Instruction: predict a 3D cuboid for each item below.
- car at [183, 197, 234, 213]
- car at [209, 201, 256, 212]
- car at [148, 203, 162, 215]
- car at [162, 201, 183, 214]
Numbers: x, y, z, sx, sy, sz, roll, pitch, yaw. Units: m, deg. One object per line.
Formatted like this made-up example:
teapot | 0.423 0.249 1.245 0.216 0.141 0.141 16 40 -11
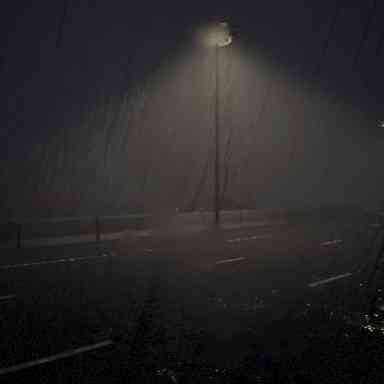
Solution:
car | 2.097 1.509 32.911 5.566 2.045 2.150 1 -1 -43
car | 4.010 1.797 29.926 4.674 1.442 1.812 1 -1 -43
car | -2.665 1.840 38.038 5.008 1.535 1.882 1 -1 -43
car | -0.478 1.850 35.299 4.674 1.442 1.812 1 -1 -43
